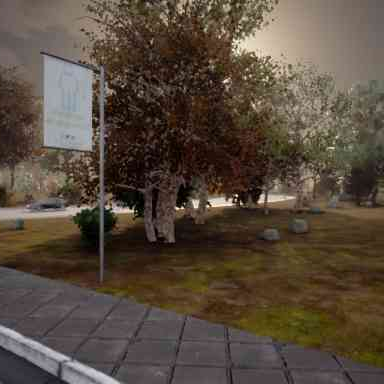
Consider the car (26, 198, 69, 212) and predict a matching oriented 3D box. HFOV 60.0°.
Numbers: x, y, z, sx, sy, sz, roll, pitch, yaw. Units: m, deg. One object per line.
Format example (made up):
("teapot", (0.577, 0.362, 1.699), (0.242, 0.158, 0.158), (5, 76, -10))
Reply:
("car", (-17.042, 1.484, 39.435), (2.128, 1.511, 4.902), (0, 0, 38))
